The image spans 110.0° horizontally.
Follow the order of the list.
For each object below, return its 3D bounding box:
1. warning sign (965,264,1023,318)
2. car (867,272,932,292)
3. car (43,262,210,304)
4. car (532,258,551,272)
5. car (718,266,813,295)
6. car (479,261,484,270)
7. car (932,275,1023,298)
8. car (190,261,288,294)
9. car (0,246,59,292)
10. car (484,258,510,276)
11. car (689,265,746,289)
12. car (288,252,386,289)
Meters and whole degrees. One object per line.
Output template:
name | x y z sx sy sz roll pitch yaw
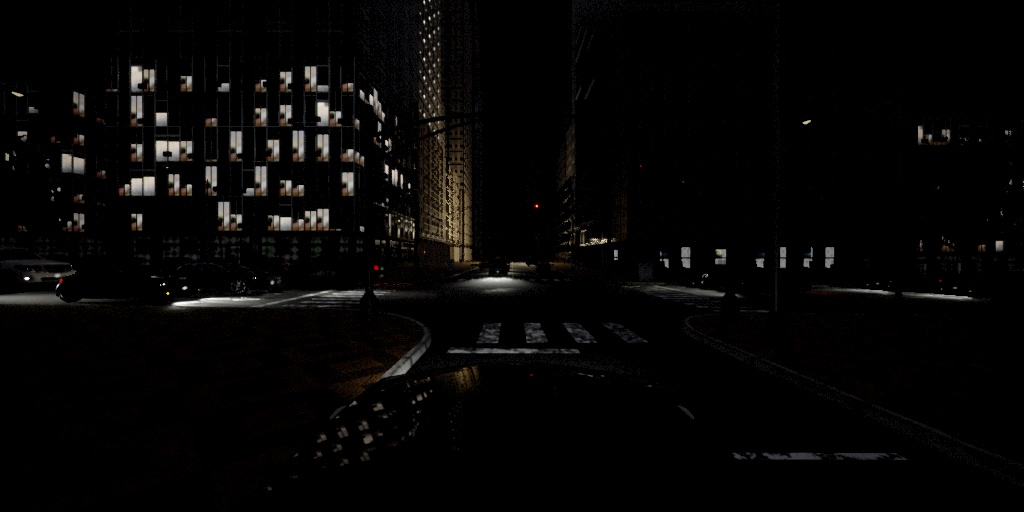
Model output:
warning sign | 17.313 1.204 12.853 1.060 1.860 1.300 0 0 -2
car | 28.463 1.848 26.041 4.181 1.385 1.994 1 0 -2
car | -15.036 1.063 14.217 4.181 1.385 1.994 1 0 -2
car | 4.082 1.329 46.701 1.948 1.339 4.313 0 0 0
car | 15.869 1.564 22.260 4.892 1.490 1.837 1 0 -4
car | -3.852 1.343 52.222 1.802 1.307 4.207 0 0 0
car | 30.139 1.879 22.859 4.181 1.385 1.994 1 0 -2
car | -14.236 1.004 17.513 4.902 1.511 2.128 1 0 -3
car | -24.521 0.547 17.063 5.566 2.045 2.150 1 0 -2
car | -1.372 1.259 37.140 2.128 1.511 4.902 0 0 0
car | 15.079 1.396 25.468 4.553 1.767 2.097 1 0 -3
car | -10.366 0.799 21.116 5.566 2.045 2.150 1 0 -3
